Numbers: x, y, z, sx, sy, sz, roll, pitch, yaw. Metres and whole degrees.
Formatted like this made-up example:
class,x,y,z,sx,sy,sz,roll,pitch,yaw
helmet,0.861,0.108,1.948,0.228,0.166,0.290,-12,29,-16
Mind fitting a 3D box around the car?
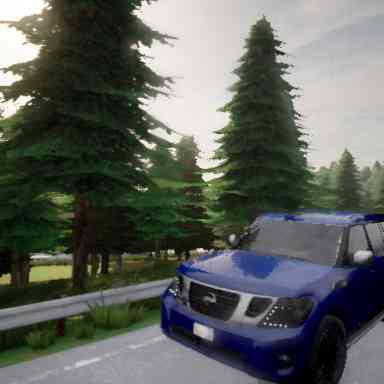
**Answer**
class,x,y,z,sx,sy,sz,roll,pitch,yaw
car,2.063,1.366,5.814,2.150,2.045,5.566,1,-2,44
